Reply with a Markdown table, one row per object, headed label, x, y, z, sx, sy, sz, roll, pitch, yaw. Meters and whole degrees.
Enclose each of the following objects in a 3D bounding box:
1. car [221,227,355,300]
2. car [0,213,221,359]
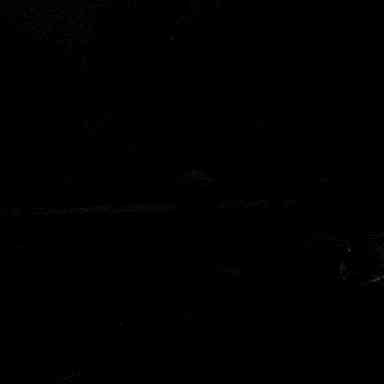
| label | x | y | z | sx | sy | sz | roll | pitch | yaw |
| --- | --- | --- | --- | --- | --- | --- | --- | --- | --- |
| car | 2.393 | 1.559 | 8.249 | 4.206 | 1.307 | 1.802 | 0 | 0 | -35 |
| car | -2.238 | 1.311 | 4.956 | 5.009 | 1.841 | 2.192 | 0 | 0 | -35 |
